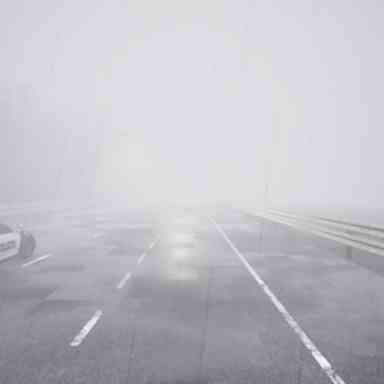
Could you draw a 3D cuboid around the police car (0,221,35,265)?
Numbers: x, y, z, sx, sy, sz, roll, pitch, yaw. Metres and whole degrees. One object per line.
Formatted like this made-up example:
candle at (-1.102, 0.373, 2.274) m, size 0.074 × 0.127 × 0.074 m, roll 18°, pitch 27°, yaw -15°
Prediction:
police car at (-6.469, 1.541, 10.057) m, size 2.038 × 1.542 × 4.974 m, roll 1°, pitch 0°, yaw -5°
